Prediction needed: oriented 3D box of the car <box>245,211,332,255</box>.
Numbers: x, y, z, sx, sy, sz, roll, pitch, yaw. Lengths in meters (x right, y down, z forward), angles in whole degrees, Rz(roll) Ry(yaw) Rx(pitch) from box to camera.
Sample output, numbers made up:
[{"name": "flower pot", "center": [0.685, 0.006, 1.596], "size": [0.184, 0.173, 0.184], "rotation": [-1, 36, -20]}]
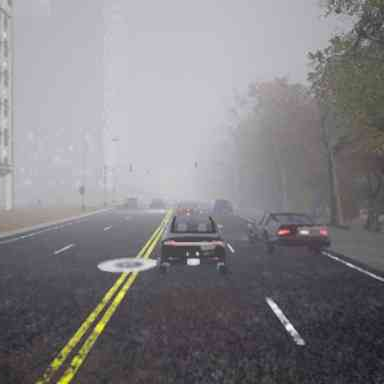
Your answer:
[{"name": "car", "center": [3.345, 1.431, 12.585], "size": [2.033, 1.411, 5.357], "rotation": [1, -4, -1]}]

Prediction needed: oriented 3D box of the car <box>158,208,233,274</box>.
[{"name": "car", "center": [0.011, 1.465, 10.450], "size": [2.128, 1.511, 4.902], "rotation": [0, 0, -1]}]

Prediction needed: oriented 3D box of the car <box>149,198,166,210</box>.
[{"name": "car", "center": [-4.256, 1.461, 42.012], "size": [1.994, 1.385, 4.181], "rotation": [0, 0, -2]}]

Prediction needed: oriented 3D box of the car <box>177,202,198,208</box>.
[{"name": "car", "center": [-0.387, 1.527, 28.958], "size": [1.895, 1.301, 4.718], "rotation": [0, 0, -2]}]

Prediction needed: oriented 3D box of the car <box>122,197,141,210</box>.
[{"name": "car", "center": [-7.491, 1.376, 41.535], "size": [1.882, 1.535, 5.008], "rotation": [0, 0, -2]}]

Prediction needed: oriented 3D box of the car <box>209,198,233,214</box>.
[{"name": "car", "center": [2.763, 1.278, 32.005], "size": [1.882, 1.535, 5.008], "rotation": [2, 5, -2]}]
